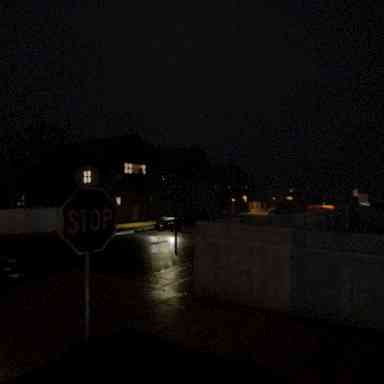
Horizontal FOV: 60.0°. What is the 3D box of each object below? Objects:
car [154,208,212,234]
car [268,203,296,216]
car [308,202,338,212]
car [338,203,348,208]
[{"bbox_3d":[-0.471,1.828,22.052,1.837,1.490,4.892,-1,-1,35],"label":"car"},{"bbox_3d":[10.059,2.010,37.017,1.882,1.535,5.008,-1,-1,35],"label":"car"},{"bbox_3d":[15.464,1.922,39.704,2.097,1.767,4.553,-1,-1,36],"label":"car"},{"bbox_3d":[21.121,2.298,47.843,1.895,1.301,4.718,-1,-1,35],"label":"car"}]
